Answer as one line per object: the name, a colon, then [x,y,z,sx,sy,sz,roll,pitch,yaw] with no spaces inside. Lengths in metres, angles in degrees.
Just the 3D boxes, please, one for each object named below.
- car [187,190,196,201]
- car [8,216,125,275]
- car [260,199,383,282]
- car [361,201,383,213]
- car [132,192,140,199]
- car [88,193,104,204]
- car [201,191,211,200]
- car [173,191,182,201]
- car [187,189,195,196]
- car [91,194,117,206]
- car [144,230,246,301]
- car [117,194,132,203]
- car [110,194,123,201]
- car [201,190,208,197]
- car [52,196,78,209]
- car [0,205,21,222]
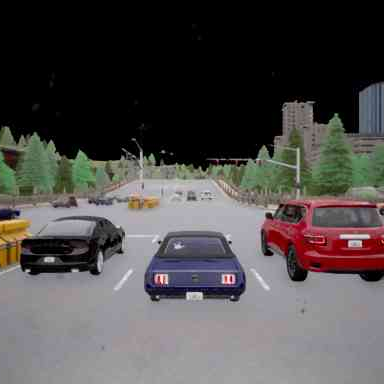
car: [-0.075,1.061,77.088,2.097,1.767,4.553,0,3,0]
car: [-3.420,1.478,10.481,1.882,1.535,5.008,0,0,0]
car: [3.574,1.221,9.936,2.150,2.045,5.566,0,0,0]
car: [21.141,1.601,35.914,4.718,1.301,1.895,0,0,0]
car: [-14.102,0.859,81.994,1.882,1.535,5.008,0,3,0]
car: [-17.550,1.223,61.681,2.150,2.045,5.566,0,0,0]
car: [3.410,0.794,79.866,2.150,2.045,5.566,0,3,0]
car: [-3.578,1.190,77.867,1.812,1.442,4.674,0,3,0]
car: [-0.152,0.163,91.420,2.128,1.511,4.902,0,7,0]
car: [-14.086,1.547,53.618,2.033,1.411,5.357,0,0,0]
car: [0.069,1.601,8.255,1.895,1.301,4.718,0,0,0]
car: [-14.026,1.499,67.944,1.812,1.442,4.674,0,0,0]
car: [-17.577,1.282,77.264,1.895,1.301,4.718,0,2,0]
car: [3.353,0.348,90.325,1.895,1.301,4.718,0,7,0]
car: [-17.590,1.351,46.186,2.097,1.767,4.553,0,0,0]
car: [-14.096,1.601,23.306,1.895,1.301,4.718,0,0,0]
